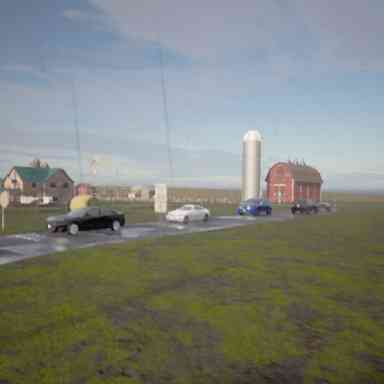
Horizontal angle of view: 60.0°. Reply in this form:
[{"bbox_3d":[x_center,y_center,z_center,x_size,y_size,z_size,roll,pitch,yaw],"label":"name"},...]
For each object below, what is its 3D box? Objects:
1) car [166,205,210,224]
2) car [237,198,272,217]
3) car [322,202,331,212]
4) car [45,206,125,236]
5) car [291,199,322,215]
[{"bbox_3d":[-0.201,1.826,28.326,1.812,1.442,4.674,1,0,37],"label":"car"},{"bbox_3d":[7.363,1.718,38.500,2.150,2.045,5.566,1,-1,37],"label":"car"},{"bbox_3d":[20.769,2.341,52.409,1.837,1.490,4.892,1,0,28],"label":"car"},{"bbox_3d":[-6.282,1.628,20.068,1.882,1.535,5.008,1,0,35],"label":"car"},{"bbox_3d":[14.808,1.896,43.609,2.150,2.045,5.566,1,0,36],"label":"car"}]
